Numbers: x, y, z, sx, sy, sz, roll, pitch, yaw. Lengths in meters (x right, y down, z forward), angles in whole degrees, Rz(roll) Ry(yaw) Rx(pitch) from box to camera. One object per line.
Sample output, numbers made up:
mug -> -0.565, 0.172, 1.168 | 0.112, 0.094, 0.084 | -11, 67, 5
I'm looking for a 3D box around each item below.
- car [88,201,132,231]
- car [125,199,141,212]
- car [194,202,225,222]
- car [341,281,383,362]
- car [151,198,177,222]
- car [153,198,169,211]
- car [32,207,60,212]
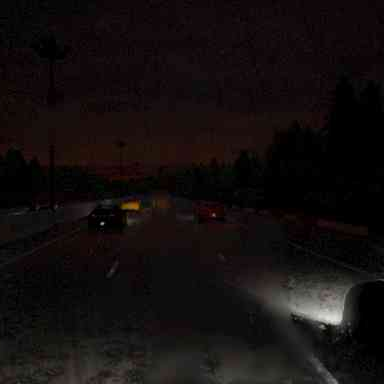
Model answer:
car -> -5.134, 1.519, 20.548 | 2.128, 1.511, 4.902 | 0, 0, -6
car -> -7.119, 1.523, 39.223 | 1.882, 1.535, 5.008 | 0, 0, -6
car -> 1.304, 1.492, 26.273 | 1.882, 1.535, 5.008 | 0, 0, -6
car -> 3.341, 1.557, 3.447 | 1.994, 1.385, 4.181 | 0, 0, -2
car -> -2.277, 1.517, 26.817 | 2.128, 1.511, 4.902 | 0, 0, -6
car -> -3.956, 1.517, 42.544 | 1.882, 1.535, 5.008 | 0, 0, -6
car -> -13.657, 1.411, 32.669 | 2.097, 1.767, 4.553 | 0, 0, -6
